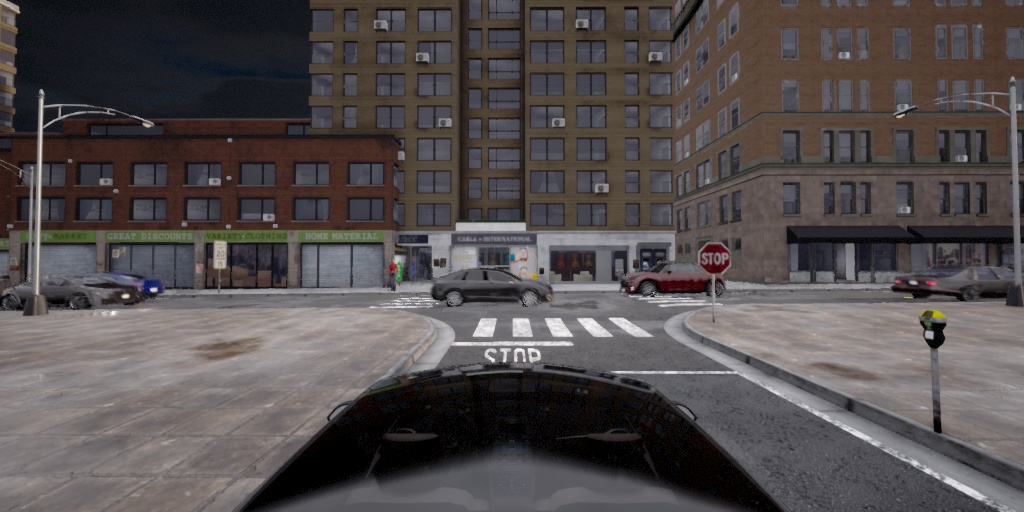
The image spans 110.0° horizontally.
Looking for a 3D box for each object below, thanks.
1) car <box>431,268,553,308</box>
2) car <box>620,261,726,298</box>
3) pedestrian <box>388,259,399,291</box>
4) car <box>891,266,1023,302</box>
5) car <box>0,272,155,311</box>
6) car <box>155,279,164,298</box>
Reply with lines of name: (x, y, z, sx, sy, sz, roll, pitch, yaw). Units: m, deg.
car: (-0.788, 1.249, 14.495, 4.892, 1.490, 1.837, 0, 0, 0)
car: (7.664, 1.056, 17.405, 4.553, 1.767, 2.097, -1, -1, 0)
pedestrian: (-6.793, 1.040, 20.402, 0.375, 1.860, 0.375, 0, -1, 0)
car: (18.616, 1.099, 14.395, 5.357, 1.411, 2.033, 0, -1, 0)
car: (-17.714, 1.480, 14.598, 4.181, 1.385, 1.994, -1, -1, 0)
car: (-19.818, 1.526, 17.545, 4.674, 1.442, 1.812, -1, -1, 0)
